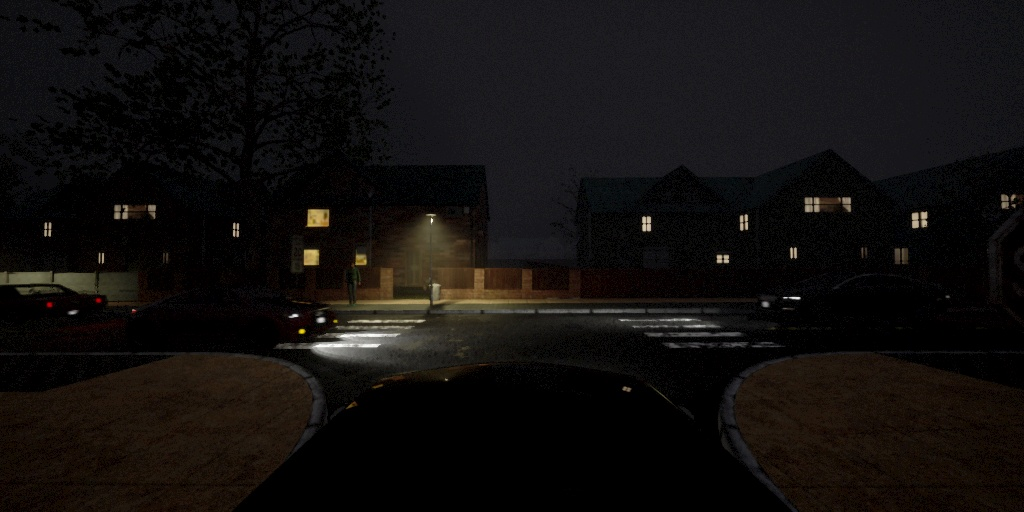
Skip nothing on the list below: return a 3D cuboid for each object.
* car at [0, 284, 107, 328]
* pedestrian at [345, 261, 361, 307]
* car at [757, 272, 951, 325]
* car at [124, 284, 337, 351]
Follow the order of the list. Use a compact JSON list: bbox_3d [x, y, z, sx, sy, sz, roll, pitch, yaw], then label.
[{"bbox_3d":[-16.764,1.605,11.942,4.718,1.301,1.895,-1,-1,2],"label":"car"},{"bbox_3d":[-6.494,1.113,14.575,0.375,1.860,0.375,0,-1,2],"label":"pedestrian"},{"bbox_3d":[10.411,1.234,11.181,4.902,1.511,2.128,0,-1,2],"label":"car"},{"bbox_3d":[-6.606,1.386,8.707,4.181,1.385,1.994,-1,-1,2],"label":"car"}]
